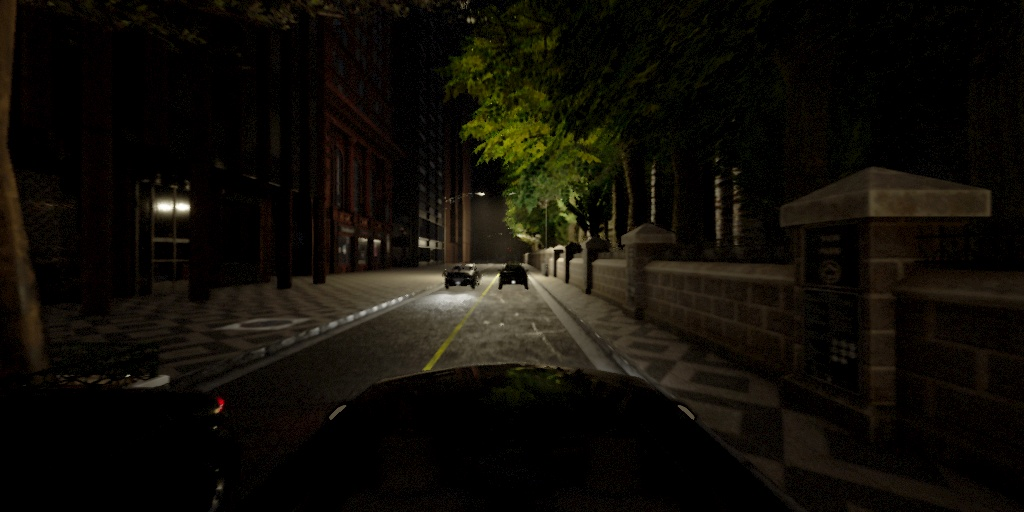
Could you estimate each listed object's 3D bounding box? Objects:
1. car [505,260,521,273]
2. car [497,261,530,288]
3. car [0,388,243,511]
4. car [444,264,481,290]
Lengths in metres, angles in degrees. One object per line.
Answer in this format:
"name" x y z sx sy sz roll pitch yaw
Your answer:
"car" 0.113 1.342 45.703 1.837 1.490 4.892 0 0 0
"car" 0.094 1.290 23.806 1.837 1.490 4.892 0 0 0
"car" -3.088 1.314 1.030 1.994 1.385 4.181 0 0 1
"car" -3.065 1.273 22.909 2.128 1.511 4.902 0 0 0
